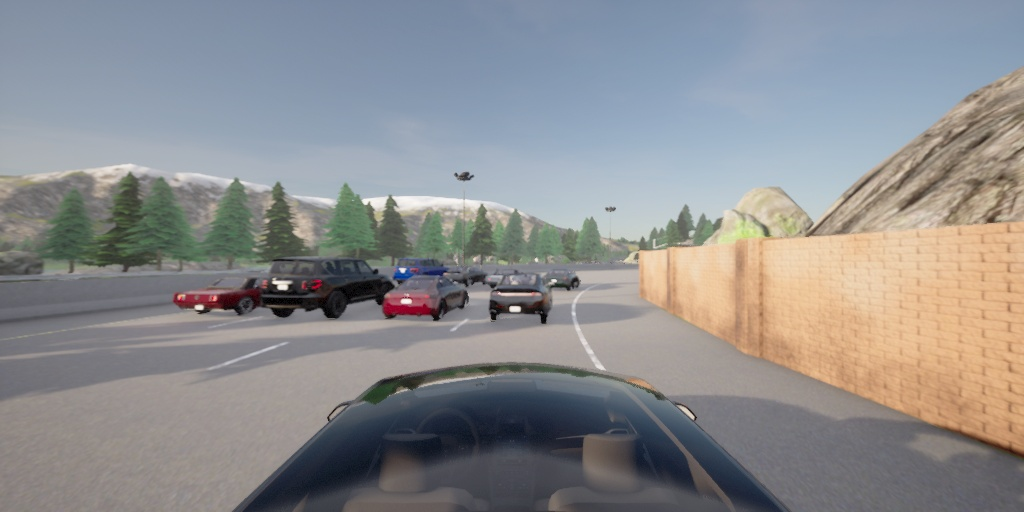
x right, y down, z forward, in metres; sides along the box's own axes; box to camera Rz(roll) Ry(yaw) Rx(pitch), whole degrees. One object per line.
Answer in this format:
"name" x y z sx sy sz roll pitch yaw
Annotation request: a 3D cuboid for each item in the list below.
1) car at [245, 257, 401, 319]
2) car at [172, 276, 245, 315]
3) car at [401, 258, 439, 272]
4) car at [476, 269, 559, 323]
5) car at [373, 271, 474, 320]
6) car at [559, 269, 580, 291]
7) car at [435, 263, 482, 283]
"car" -6.540 1.052 13.456 2.150 2.045 5.566 0 0 8
"car" -9.993 1.430 14.016 1.895 1.301 4.718 0 0 8
"car" -6.702 1.181 27.456 2.150 2.045 5.566 0 0 20
"car" 0.446 1.346 12.770 2.128 1.511 4.902 0 0 9
"car" -3.020 1.410 13.234 1.994 1.385 4.181 0 0 8
"car" 3.315 1.532 24.235 1.994 1.385 4.181 0 -1 20
"car" -3.299 1.460 26.539 2.128 1.511 4.902 0 0 20
